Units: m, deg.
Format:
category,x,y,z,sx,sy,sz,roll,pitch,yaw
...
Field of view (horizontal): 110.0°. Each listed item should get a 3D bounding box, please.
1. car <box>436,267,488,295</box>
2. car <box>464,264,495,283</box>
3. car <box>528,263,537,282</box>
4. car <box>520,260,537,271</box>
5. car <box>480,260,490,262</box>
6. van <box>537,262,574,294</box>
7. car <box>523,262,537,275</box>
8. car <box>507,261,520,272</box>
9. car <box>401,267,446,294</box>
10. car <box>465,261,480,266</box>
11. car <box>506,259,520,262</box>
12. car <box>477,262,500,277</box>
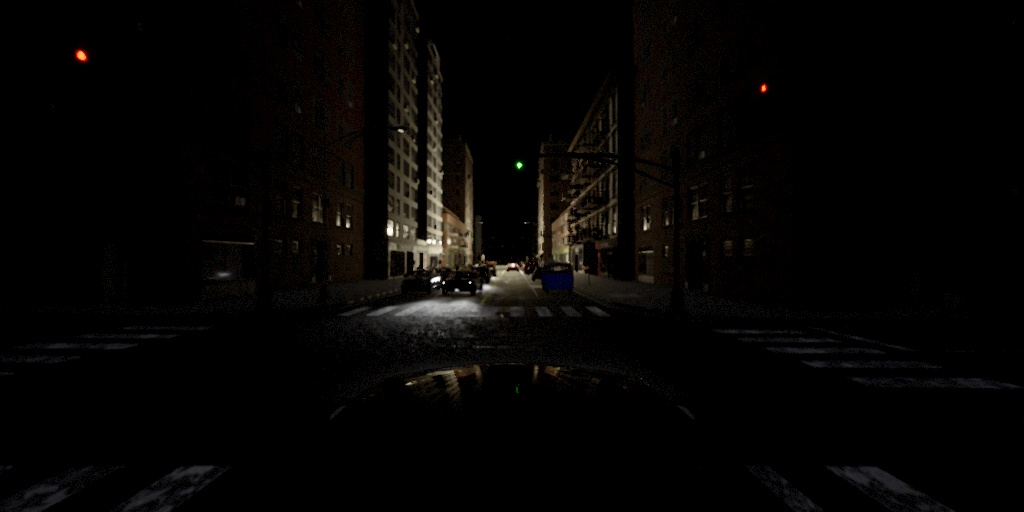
category,x,y,z,sx,sy,sz,roll,pitch,yaw
car,-2.839,1.537,21.392,1.895,1.301,4.718,0,-1,3
car,-2.815,1.632,31.404,1.895,1.301,4.718,0,-1,0
car,2.670,1.629,33.020,1.802,1.307,4.207,0,0,0
car,2.689,1.516,50.064,2.192,1.841,5.009,0,0,0
car,-5.324,1.867,61.430,1.948,1.339,4.313,0,0,0
van,2.657,1.280,21.658,1.690,1.789,3.998,0,0,0
car,2.682,1.734,44.383,1.802,1.307,4.207,0,0,0
car,0.162,1.849,55.326,1.895,1.301,4.718,0,-1,0
car,-5.368,1.489,21.658,2.007,1.370,4.403,0,0,0
car,-5.343,1.676,44.215,1.751,1.417,4.829,0,0,0
car,0.159,1.815,65.443,1.882,1.535,5.008,0,-1,0
car,-2.799,1.689,41.458,1.994,1.385,4.181,0,-1,0
